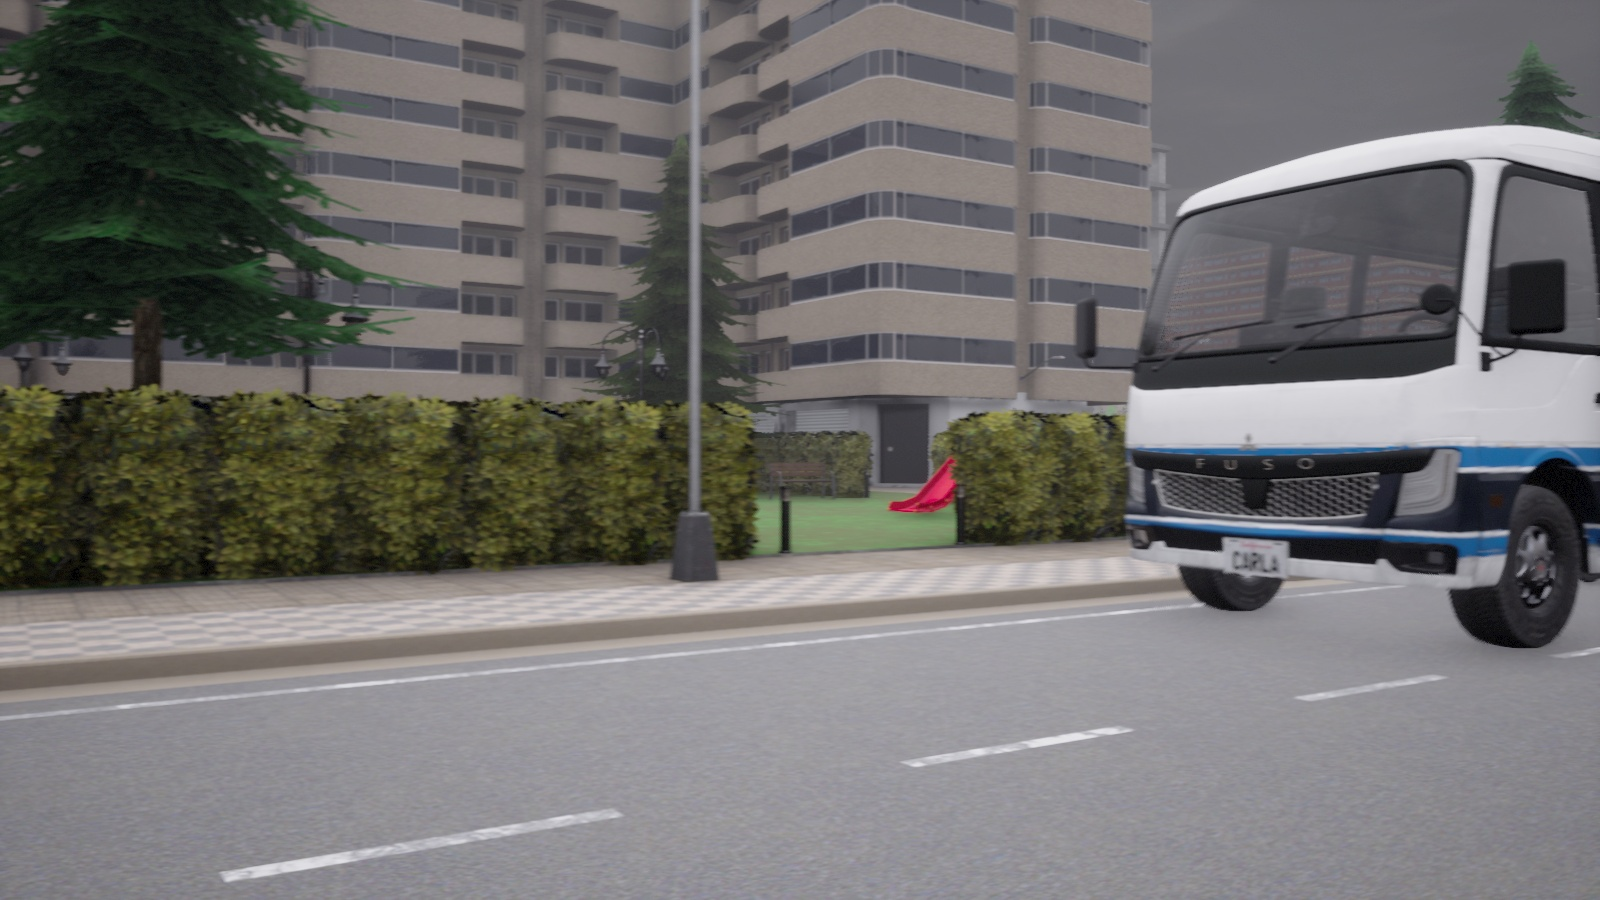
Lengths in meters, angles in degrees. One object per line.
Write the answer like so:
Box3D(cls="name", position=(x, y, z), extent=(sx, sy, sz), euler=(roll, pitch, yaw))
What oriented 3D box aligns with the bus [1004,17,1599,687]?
Box3D(cls="bus", position=(7.227, -0.619, 12.393), extent=(10.273, 4.253, 3.944), euler=(0, 0, -33))
